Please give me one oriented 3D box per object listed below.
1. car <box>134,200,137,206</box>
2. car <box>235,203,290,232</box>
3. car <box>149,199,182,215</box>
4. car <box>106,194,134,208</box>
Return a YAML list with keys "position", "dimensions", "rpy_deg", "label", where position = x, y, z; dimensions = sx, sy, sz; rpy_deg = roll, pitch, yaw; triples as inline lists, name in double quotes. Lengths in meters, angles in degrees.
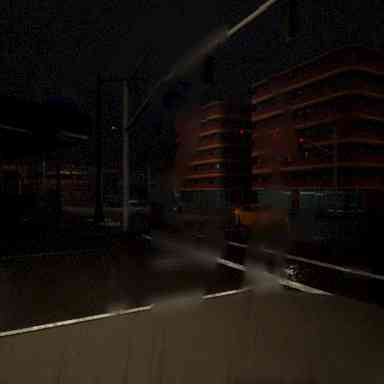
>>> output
- position: [-10.785, 1.601, 55.092]
  dimensions: [1.895, 1.301, 4.718]
  rpy_deg: [0, 0, -30]
  label: "car"
- position: [4.171, 1.477, 20.337]
  dimensions: [1.882, 1.535, 5.008]
  rpy_deg: [1, 0, -11]
  label: "car"
- position: [-2.772, 1.492, 34.197]
  dimensions: [2.128, 1.511, 4.902]
  rpy_deg: [0, 0, -30]
  label: "car"
- position: [-10.310, 1.502, 47.015]
  dimensions: [1.837, 1.490, 4.892]
  rpy_deg: [0, 1, -30]
  label: "car"
